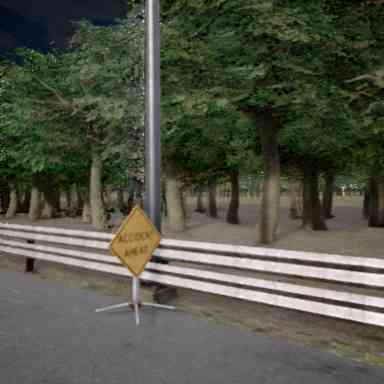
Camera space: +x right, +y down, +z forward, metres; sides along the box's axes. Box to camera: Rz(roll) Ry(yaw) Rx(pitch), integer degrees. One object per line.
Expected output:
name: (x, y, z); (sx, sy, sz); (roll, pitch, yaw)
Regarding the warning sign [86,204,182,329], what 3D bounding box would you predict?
warning sign: (-0.997, 1.161, 5.893); (1.060, 1.860, 1.300); (-1, 0, 36)
